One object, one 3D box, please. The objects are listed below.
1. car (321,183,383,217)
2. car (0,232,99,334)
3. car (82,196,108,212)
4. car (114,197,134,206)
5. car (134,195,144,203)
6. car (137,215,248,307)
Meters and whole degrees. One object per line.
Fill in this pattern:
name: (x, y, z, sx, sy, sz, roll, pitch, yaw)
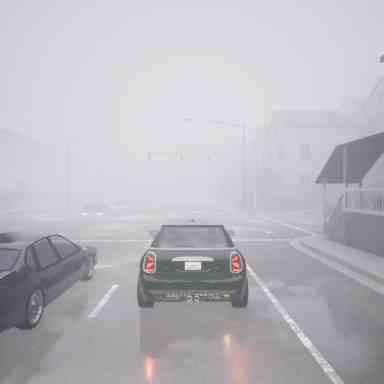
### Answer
car: (13.707, 0.727, 27.933, 5.566, 2.045, 2.150, -14, 0, -2)
car: (-3.485, 1.547, 6.843, 2.033, 1.411, 5.357, 0, 0, 0)
car: (-10.980, 1.526, 38.327, 1.812, 1.442, 4.674, 0, 0, 0)
car: (-11.116, 1.564, 53.329, 1.994, 1.385, 4.181, 0, 0, 0)
car: (-11.182, 1.355, 69.021, 2.097, 1.767, 4.553, 0, 0, -1)
car: (0.006, 1.352, 8.124, 2.097, 1.767, 4.553, 0, 0, 0)
